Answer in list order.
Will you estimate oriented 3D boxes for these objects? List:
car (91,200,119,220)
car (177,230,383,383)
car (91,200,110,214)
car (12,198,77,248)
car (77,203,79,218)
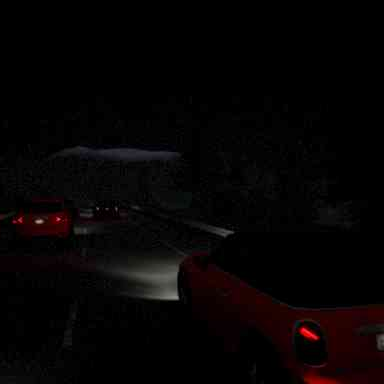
[{"bbox_3d":[-7.837,1.488,30.230,2.097,1.767,4.553,0,0,-18],"label":"car"},{"bbox_3d":[1.200,1.364,5.035,2.097,1.767,4.553,0,0,-16],"label":"car"},{"bbox_3d":[-11.182,1.732,40.347,2.033,1.411,5.357,0,0,-18],"label":"car"},{"bbox_3d":[-6.739,1.295,15.473,2.150,2.045,5.566,0,-1,-17],"label":"car"},{"bbox_3d":[-12.143,1.512,32.214,2.097,1.767,4.553,0,0,-18],"label":"car"}]
